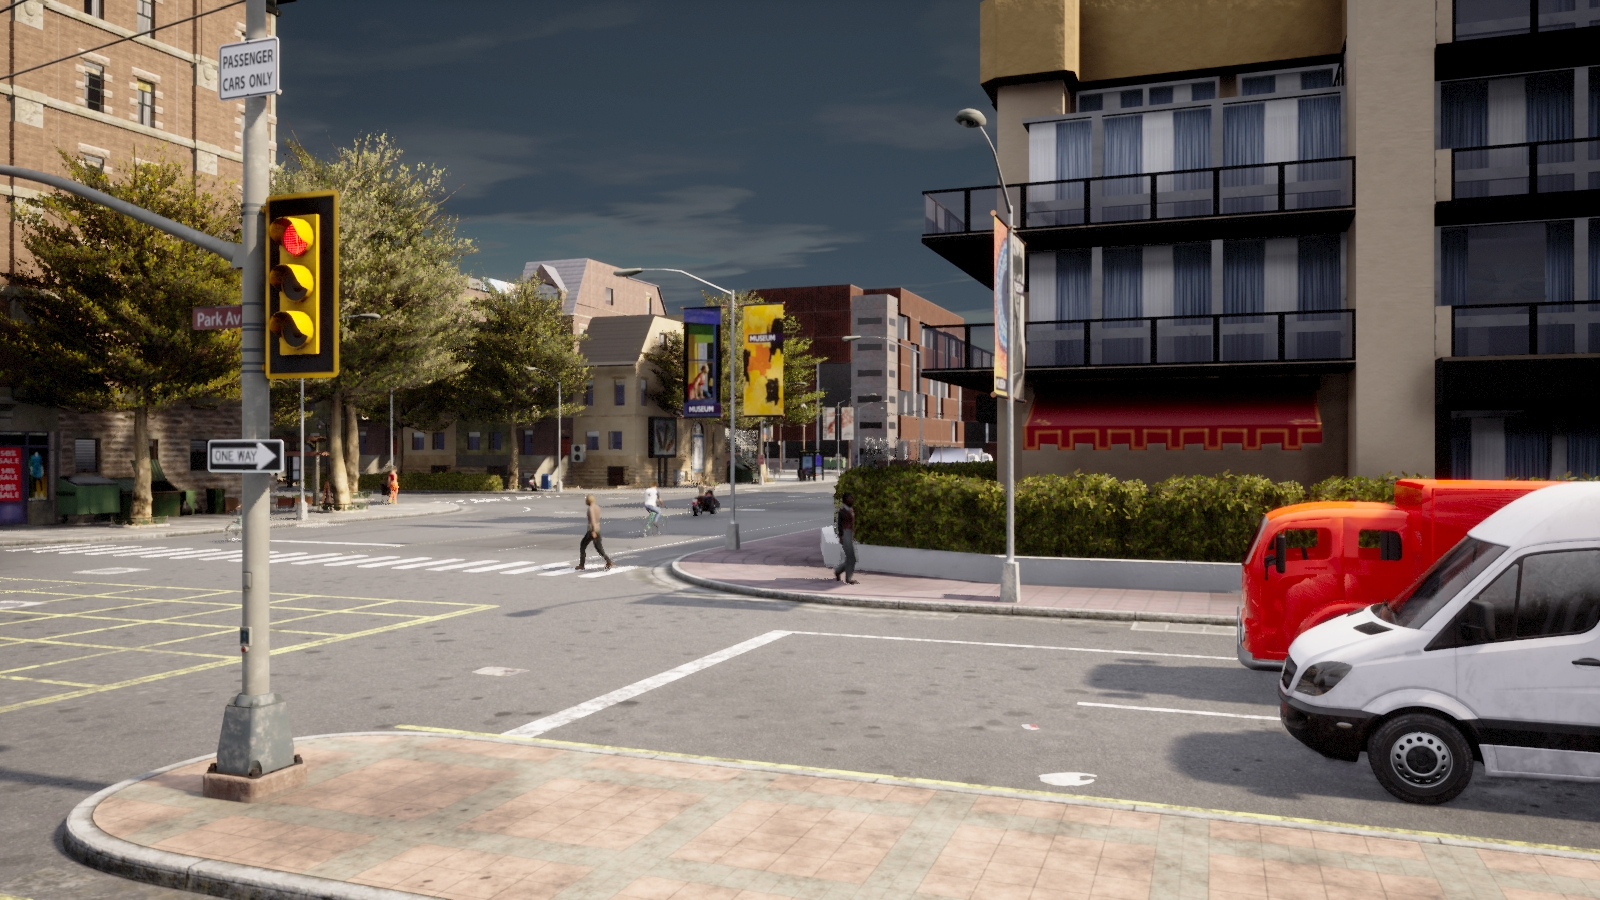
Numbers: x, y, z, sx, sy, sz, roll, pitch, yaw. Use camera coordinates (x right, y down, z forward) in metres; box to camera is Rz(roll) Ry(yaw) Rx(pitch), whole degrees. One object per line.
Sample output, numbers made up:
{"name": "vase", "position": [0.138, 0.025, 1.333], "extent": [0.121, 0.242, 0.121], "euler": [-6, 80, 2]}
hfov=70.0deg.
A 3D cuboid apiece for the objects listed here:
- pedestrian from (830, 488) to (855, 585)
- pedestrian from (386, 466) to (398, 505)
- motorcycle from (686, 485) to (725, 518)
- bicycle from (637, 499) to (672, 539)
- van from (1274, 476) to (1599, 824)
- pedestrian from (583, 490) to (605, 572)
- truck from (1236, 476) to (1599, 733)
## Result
{"name": "pedestrian", "position": [0.830, 1.696, 22.501], "extent": [0.375, 1.860, 0.375], "euler": [0, 0, 26]}
{"name": "pedestrian", "position": [-19.577, 1.696, 54.808], "extent": [0.375, 1.860, 0.375], "euler": [0, 0, 23]}
{"name": "motorcycle", "position": [-4.002, 2.170, 48.585], "extent": [0.764, 1.277, 2.356], "euler": [0, 0, 20]}
{"name": "bicycle", "position": [-4.668, 2.206, 36.782], "extent": [0.373, 1.196, 1.643], "euler": [0, 0, 20]}
{"name": "van", "position": [7.076, 1.534, 9.260], "extent": [5.915, 2.561, 1.988], "euler": [0, 0, 21]}
{"name": "pedestrian", "position": [-4.732, 1.849, 26.240], "extent": [0.375, 1.860, 0.375], "euler": [0, 0, 21]}
{"name": "truck", "position": [7.678, 1.568, 12.781], "extent": [5.204, 2.467, 2.627], "euler": [0, 0, 20]}
